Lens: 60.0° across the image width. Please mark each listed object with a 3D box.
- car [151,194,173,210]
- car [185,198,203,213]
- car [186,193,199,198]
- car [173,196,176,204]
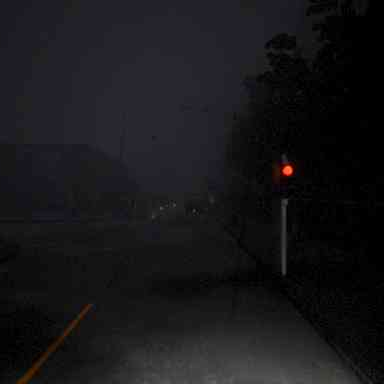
[{"bbox_3d":[-4.080,1.221,43.895,2.150,2.045,5.566,0,0,0],"label":"car"},{"bbox_3d":[0.189,1.601,36.435,1.895,1.301,4.718,0,0,-1],"label":"car"},{"bbox_3d":[0.124,1.221,62.011,2.150,2.045,5.566,0,0,0],"label":"car"},{"bbox_3d":[-4.066,1.505,53.813,1.837,1.490,4.892,0,0,0],"label":"car"}]
